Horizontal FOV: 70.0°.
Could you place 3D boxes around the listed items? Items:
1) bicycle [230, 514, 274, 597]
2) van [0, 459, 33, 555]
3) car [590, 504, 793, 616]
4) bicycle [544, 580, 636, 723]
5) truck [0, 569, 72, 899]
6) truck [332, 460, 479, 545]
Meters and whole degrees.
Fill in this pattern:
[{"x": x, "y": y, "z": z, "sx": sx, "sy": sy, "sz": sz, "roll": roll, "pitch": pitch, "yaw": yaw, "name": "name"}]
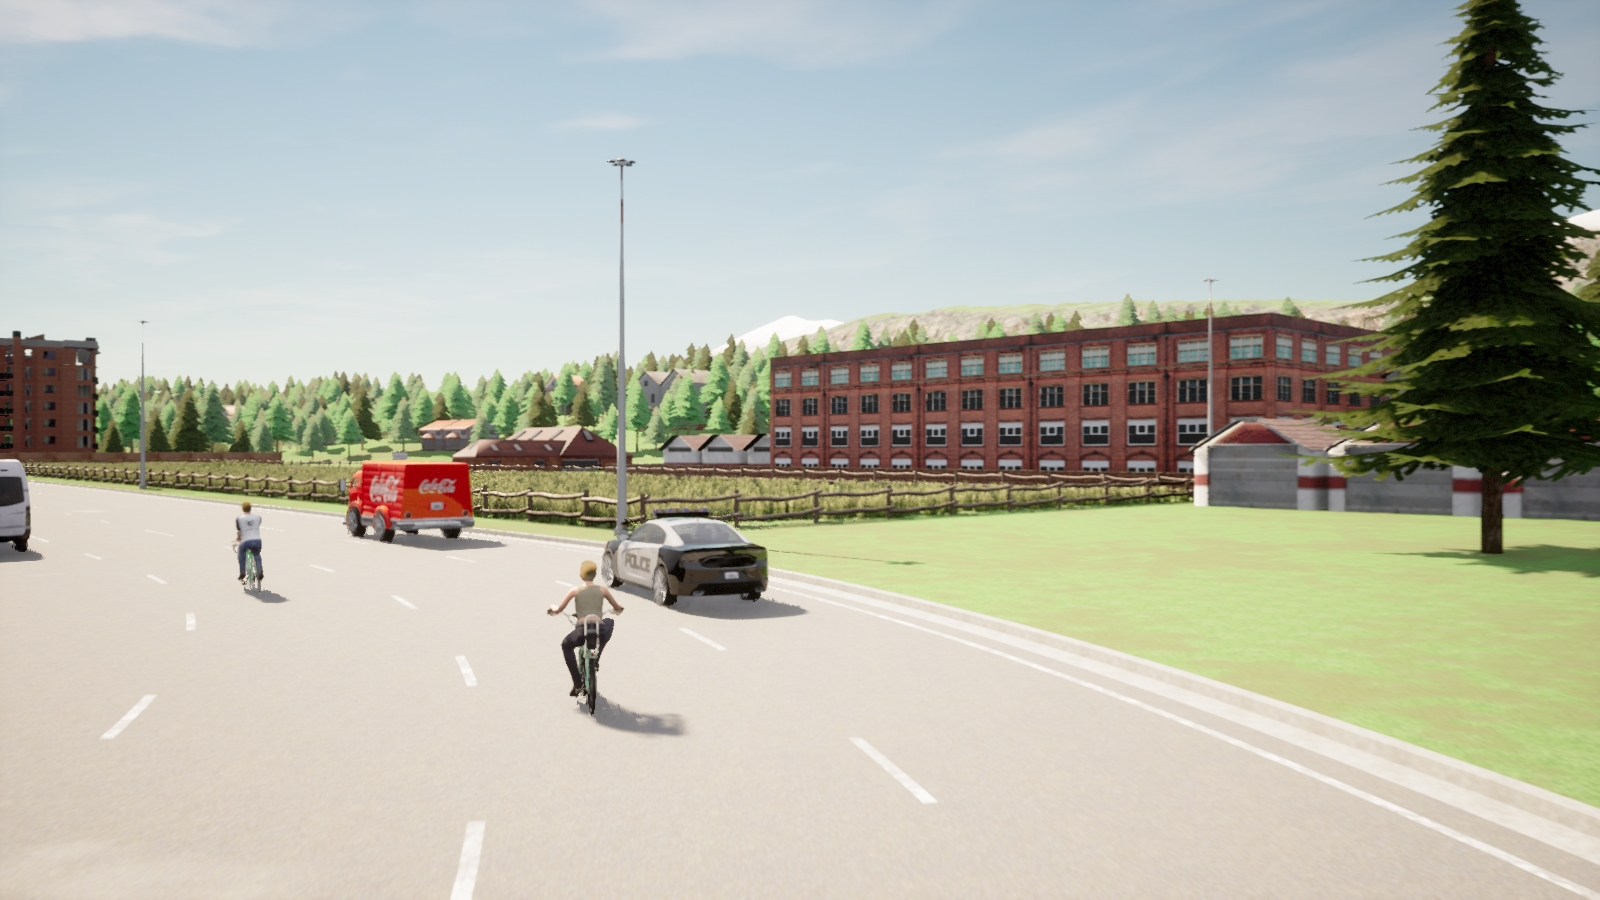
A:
[{"x": -10.875, "y": 2.070, "z": 22.661, "sx": 0.373, "sy": 1.496, "sz": 1.643, "roll": -5, "pitch": 2, "yaw": -37, "name": "bicycle"}, {"x": -23.697, "y": 1.556, "z": 32.883, "sx": 1.988, "sy": 2.561, "sz": 5.915, "roll": 0, "pitch": 0, "yaw": -41, "name": "van"}, {"x": -2.264, "y": 1.995, "z": 22.140, "sx": 2.097, "sy": 1.638, "sz": 5.238, "roll": 0, "pitch": 0, "yaw": -27, "name": "car"}, {"x": -2.333, "y": 2.166, "z": 12.562, "sx": 0.859, "sy": 1.276, "sz": 1.487, "roll": 0, "pitch": 0, "yaw": -16, "name": "bicycle"}, {"x": -3.249, "y": 1.571, "z": 0.594, "sx": 2.627, "sy": 2.467, "sz": 5.204, "roll": 0, "pitch": 0, "yaw": -3, "name": "truck"}, {"x": -12.721, "y": 1.591, "z": 36.642, "sx": 2.627, "sy": 2.467, "sz": 5.204, "roll": 0, "pitch": 0, "yaw": -42, "name": "truck"}]
